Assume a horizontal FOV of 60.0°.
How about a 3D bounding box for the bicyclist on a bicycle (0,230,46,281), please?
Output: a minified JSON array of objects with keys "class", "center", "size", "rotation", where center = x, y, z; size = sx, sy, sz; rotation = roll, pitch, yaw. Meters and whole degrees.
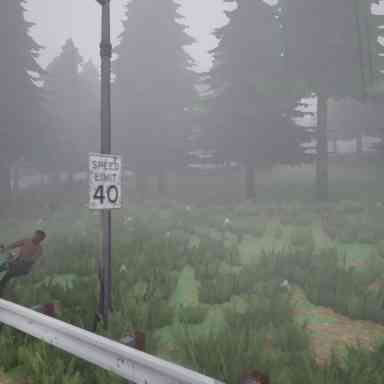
[{"class":"bicyclist on a bicycle","center":[-3.201,1.324,5.755],"size":[0.582,1.620,1.656],"rotation":[35,-36,8]}]
